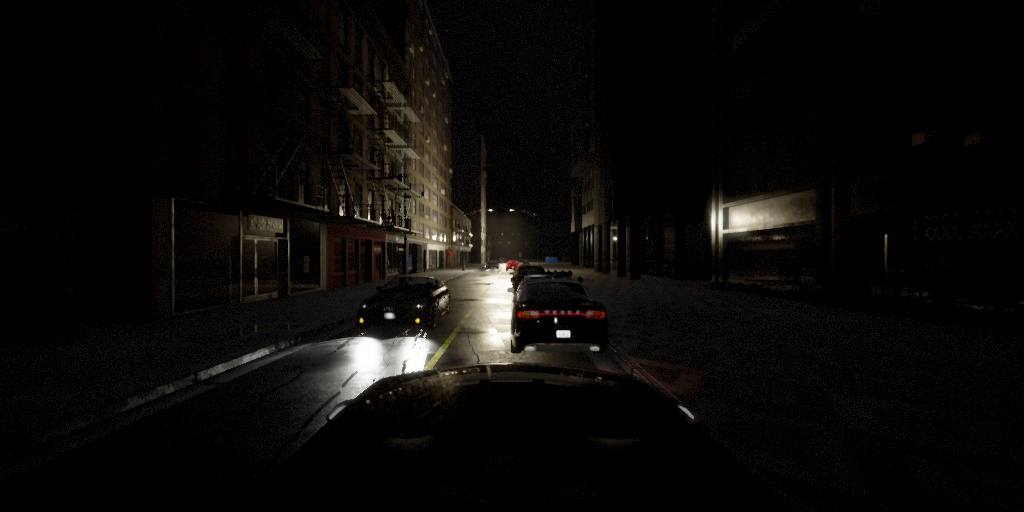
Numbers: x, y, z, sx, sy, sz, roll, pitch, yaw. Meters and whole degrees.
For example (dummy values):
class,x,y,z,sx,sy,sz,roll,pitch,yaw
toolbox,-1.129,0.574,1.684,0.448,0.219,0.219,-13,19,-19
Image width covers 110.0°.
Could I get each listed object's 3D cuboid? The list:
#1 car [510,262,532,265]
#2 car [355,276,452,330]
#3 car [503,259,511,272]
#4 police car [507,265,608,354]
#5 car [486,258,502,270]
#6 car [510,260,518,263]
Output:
class,x,y,z,sx,sy,sz,roll,pitch,yaw
car,0.940,1.255,18.809,1.837,1.490,4.892,0,0,0
car,-3.081,1.313,11.012,1.994,1.385,4.181,0,0,0
car,0.148,1.298,47.410,1.812,1.442,4.674,0,0,1
police car,0.914,1.175,8.919,1.930,1.638,5.238,0,0,0
car,-2.964,1.329,54.919,2.033,1.411,5.357,0,0,0
car,0.955,1.208,24.999,1.801,1.575,5.366,0,0,0
